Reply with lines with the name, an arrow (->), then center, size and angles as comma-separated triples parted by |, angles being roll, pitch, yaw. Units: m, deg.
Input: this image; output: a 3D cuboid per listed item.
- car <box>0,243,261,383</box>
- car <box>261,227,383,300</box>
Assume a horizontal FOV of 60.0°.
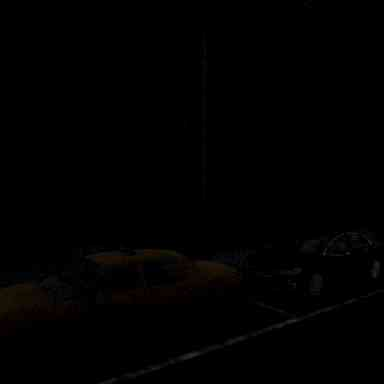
car -> -1.284, 1.545, 5.273 | 4.829, 1.417, 1.752 | 1, 0, -36
car -> 3.261, 1.625, 8.515 | 4.403, 1.369, 2.008 | 1, 0, -36
